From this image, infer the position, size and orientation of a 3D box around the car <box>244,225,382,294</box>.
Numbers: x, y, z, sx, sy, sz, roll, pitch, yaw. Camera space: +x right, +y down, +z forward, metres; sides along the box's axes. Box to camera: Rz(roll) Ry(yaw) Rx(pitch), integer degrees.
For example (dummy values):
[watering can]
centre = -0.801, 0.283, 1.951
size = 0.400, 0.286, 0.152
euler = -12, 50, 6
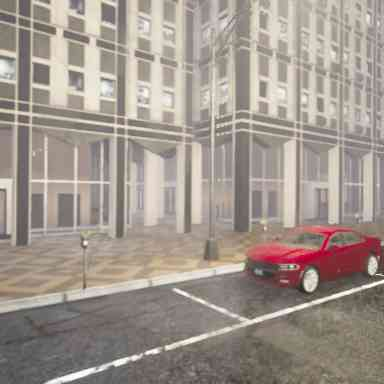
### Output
[car]
centre = 3.370, 1.614, 8.962
size = 4.507, 1.381, 1.887
euler = 1, 0, -35
